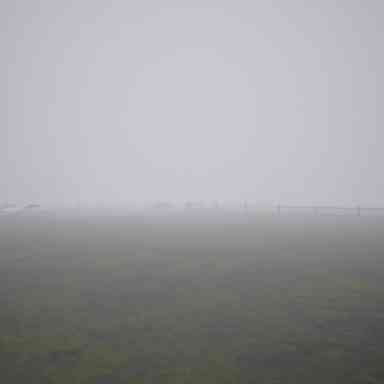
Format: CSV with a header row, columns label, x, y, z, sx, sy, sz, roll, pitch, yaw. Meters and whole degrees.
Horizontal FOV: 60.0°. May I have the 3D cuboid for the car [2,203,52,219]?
label,x,y,z,sx,sy,sz,roll,pitch,yaw
car,-16.494,1.861,33.393,1.812,1.442,4.674,-1,-1,35

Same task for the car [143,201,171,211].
label,x,y,z,sx,sy,sz,roll,pitch,yaw
car,-5.122,2.070,49.464,2.128,1.511,4.902,-1,-1,35
